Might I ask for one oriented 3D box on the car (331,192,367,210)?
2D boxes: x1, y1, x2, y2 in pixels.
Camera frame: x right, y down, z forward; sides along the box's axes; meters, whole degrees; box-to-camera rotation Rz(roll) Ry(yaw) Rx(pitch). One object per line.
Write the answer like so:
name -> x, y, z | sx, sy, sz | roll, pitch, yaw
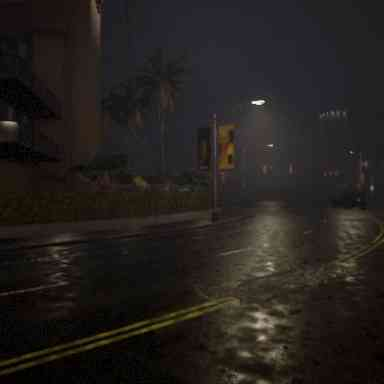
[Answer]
car -> 18.072, 1.019, 38.430 | 2.150, 2.045, 5.566 | 0, 0, 3
